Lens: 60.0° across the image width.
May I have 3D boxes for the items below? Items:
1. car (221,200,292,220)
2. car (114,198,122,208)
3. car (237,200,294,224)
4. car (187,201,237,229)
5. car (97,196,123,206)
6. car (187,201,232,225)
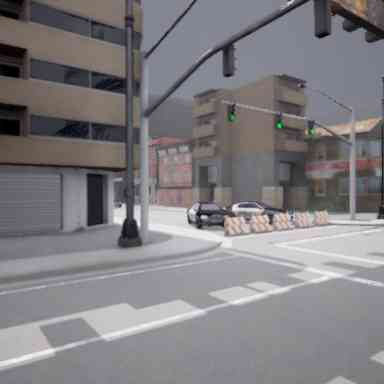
[{"bbox_3d":[4.516,1.215,23.441,4.536,1.218,1.853,0,0,34],"label":"car"},{"bbox_3d":[-11.087,1.374,44.923,2.038,1.542,4.974,0,0,-36],"label":"car"},{"bbox_3d":[4.560,1.373,23.413,4.974,1.542,2.038,0,0,34],"label":"car"},{"bbox_3d":[0.984,1.392,21.263,2.038,1.542,4.974,0,0,-11],"label":"car"},{"bbox_3d":[-11.118,1.216,44.964,1.853,1.218,4.536,0,0,-36],"label":"car"},{"bbox_3d":[0.974,1.234,21.314,1.853,1.218,4.536,0,0,-11],"label":"car"}]
